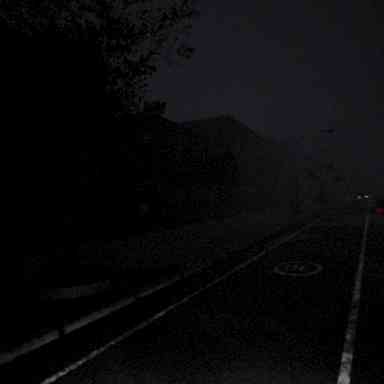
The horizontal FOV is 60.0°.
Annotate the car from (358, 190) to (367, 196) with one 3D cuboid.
[{"bbox_3d":[41.739,0.263,81.446,1.837,1.490,4.892,-2,0,28],"label":"car"}]

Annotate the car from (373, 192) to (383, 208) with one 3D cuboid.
[{"bbox_3d":[21.571,0.921,37.165,1.882,1.535,5.008,-2,0,29],"label":"car"}]
